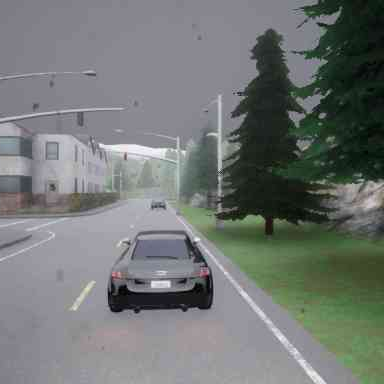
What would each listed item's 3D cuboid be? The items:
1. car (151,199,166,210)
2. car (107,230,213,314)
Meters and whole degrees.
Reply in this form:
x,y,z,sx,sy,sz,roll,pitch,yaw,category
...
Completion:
x,y,z,sx,sy,sz,roll,pitch,yaw,category
-4.449,1.601,43.917,1.895,1.301,4.718,0,0,-6,car
-0.697,1.564,7.750,1.994,1.385,4.181,0,0,-5,car
